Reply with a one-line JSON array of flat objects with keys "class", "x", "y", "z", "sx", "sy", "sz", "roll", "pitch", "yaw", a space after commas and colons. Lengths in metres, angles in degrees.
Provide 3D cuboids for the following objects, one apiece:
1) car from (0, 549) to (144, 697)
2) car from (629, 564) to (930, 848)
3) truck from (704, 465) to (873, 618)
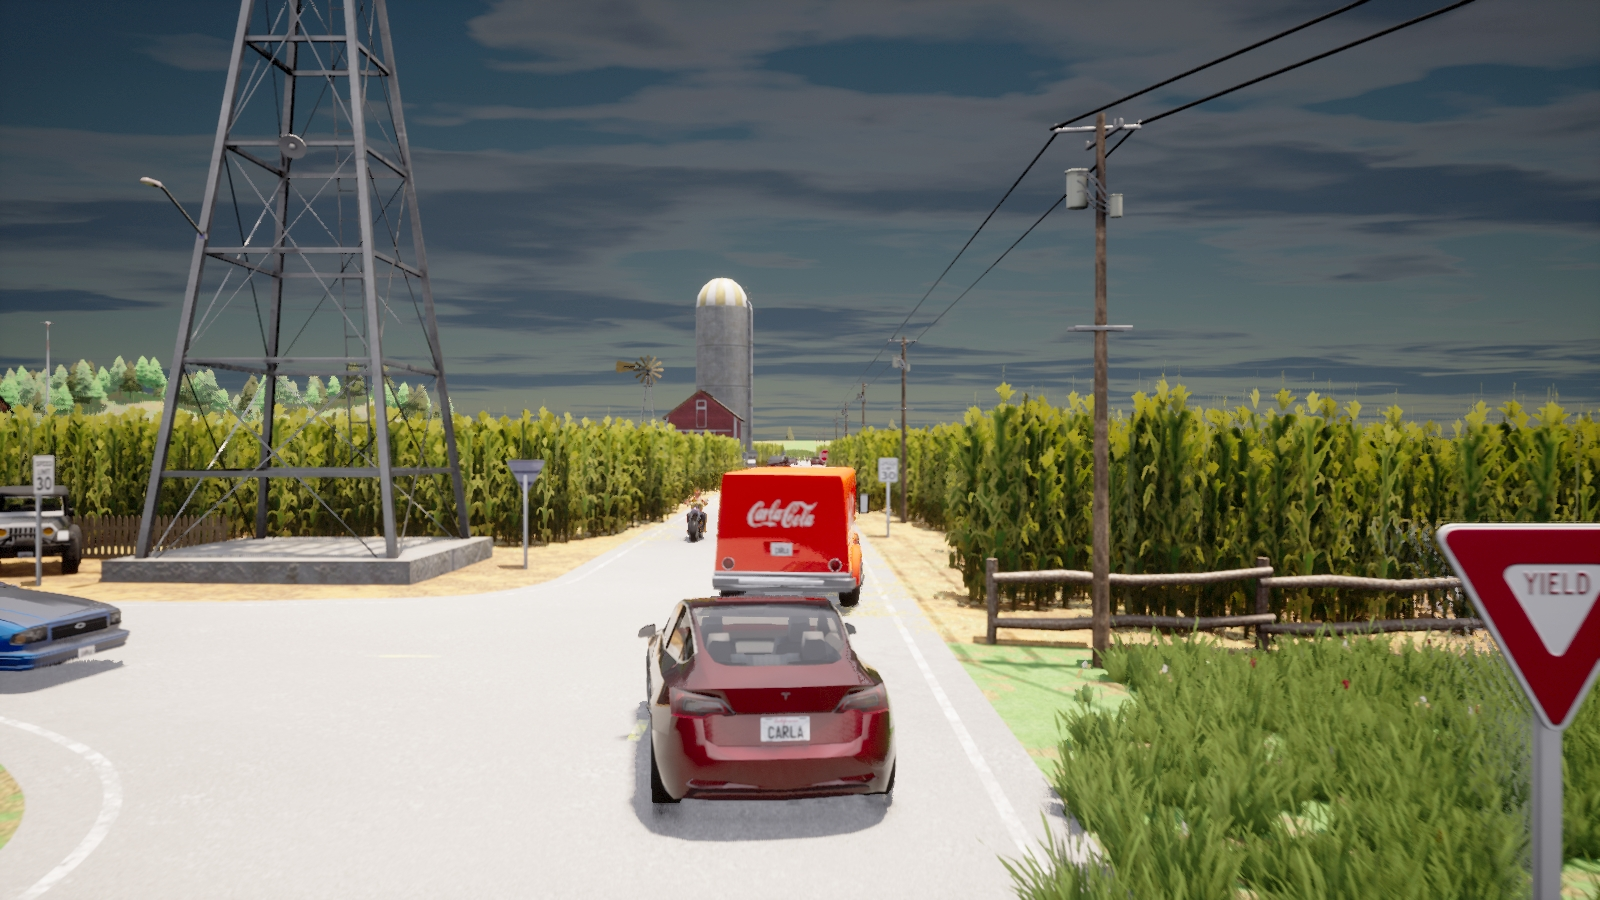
[{"class": "car", "x": -10.980, "y": 1.965, "z": 13.521, "sx": 5.357, "sy": 1.411, "sz": 2.033, "roll": 0, "pitch": 0, "yaw": 4}, {"class": "car", "x": -0.456, "y": 2.057, "z": 10.570, "sx": 2.163, "sy": 1.488, "sz": 4.792, "roll": 0, "pitch": 0, "yaw": -8}, {"class": "truck", "x": -0.039, "y": 1.569, "z": 21.875, "sx": 2.627, "sy": 2.467, "sz": 5.204, "roll": 0, "pitch": 0, "yaw": 6}]
